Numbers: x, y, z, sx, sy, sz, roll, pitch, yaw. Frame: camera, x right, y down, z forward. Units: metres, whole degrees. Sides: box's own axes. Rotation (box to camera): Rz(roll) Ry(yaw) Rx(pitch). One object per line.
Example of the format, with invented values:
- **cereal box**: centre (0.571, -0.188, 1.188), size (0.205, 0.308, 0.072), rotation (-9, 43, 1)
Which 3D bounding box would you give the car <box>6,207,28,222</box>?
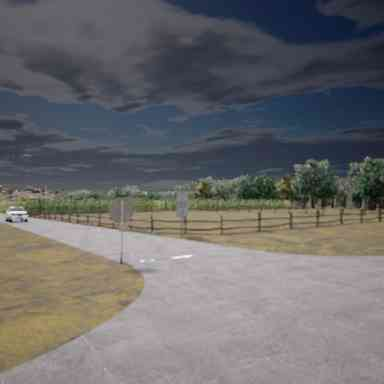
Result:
- **car**: centre (-24.222, 3.076, 45.964), size (2.150, 2.045, 5.566), rotation (2, -3, -35)
